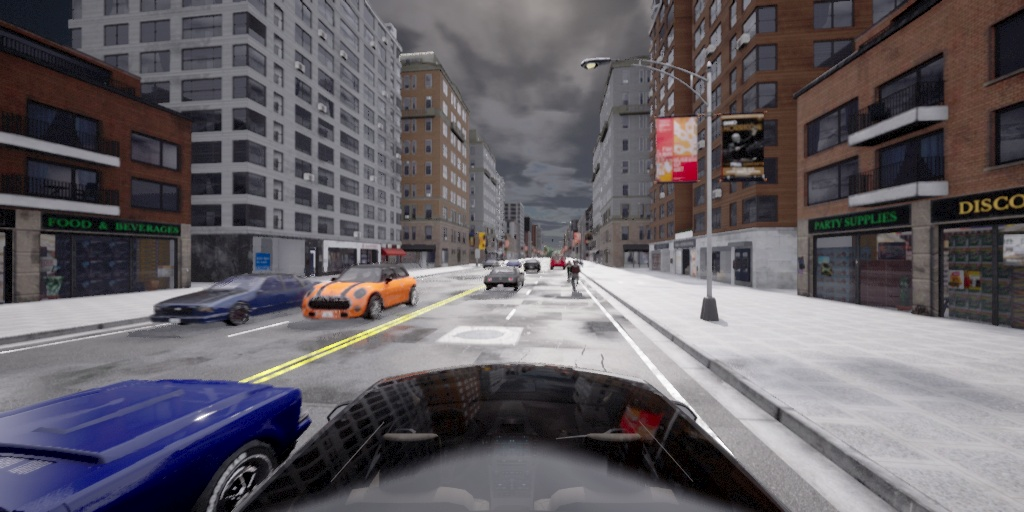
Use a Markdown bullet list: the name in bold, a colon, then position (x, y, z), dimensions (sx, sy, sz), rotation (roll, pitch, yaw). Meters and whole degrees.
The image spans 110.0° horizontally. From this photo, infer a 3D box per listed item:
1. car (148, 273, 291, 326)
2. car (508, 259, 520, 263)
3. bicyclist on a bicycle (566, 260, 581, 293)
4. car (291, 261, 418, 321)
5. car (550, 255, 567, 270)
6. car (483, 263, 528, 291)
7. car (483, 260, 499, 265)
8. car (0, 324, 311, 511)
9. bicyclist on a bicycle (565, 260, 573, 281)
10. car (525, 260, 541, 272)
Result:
- **car**: position (-8.363, 1.287, 11.881), dimensions (2.033, 1.411, 5.357), rotation (0, 0, 7)
- **car**: position (0.277, 1.230, 54.095), dimensions (1.812, 1.442, 4.674), rotation (0, 0, 7)
- **bicyclist on a bicycle**: position (3.442, 1.104, 19.581), dimensions (0.659, 1.776, 1.843), rotation (0, 0, 7)
- **car**: position (-5.009, 1.091, 12.501), dimensions (2.097, 1.767, 4.553), rotation (0, 0, 7)
- **car**: position (6.769, 0.928, 52.438), dimensions (2.150, 2.045, 5.566), rotation (0, 0, 10)
- **car**: position (-0.339, 1.331, 21.899), dimensions (1.895, 1.301, 4.718), rotation (0, 0, 7)
- **car**: position (-3.056, 1.252, 53.677), dimensions (2.033, 1.411, 5.357), rotation (0, 0, 7)
- **car**: position (-2.972, 1.351, 1.134), dimensions (1.895, 1.301, 4.718), rotation (0, 0, 7)
- **bicyclist on a bicycle**: position (4.630, 1.178, 28.956), dimensions (0.582, 1.620, 1.656), rotation (0, 0, 7)
- **car**: position (2.621, 1.188, 45.242), dimensions (1.882, 1.535, 5.008), rotation (0, 0, 7)
